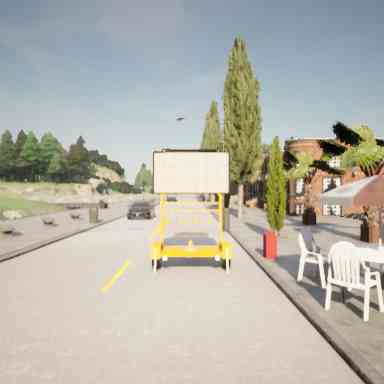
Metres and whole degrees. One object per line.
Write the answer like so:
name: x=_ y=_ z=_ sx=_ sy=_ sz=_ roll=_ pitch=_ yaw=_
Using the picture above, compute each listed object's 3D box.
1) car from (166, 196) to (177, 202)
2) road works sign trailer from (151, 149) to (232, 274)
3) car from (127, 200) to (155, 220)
car: x=-4.149 y=1.531 z=68.553 sx=1.994 sy=1.385 sz=4.181 roll=0 pitch=0 yaw=0
road works sign trailer: x=-0.022 y=0.460 z=10.528 sx=2.380 sy=3.560 sz=2.880 roll=0 pitch=0 yaw=0
car: x=-4.158 y=1.495 z=27.617 sx=1.837 sy=1.490 sz=4.892 roll=0 pitch=0 yaw=0
